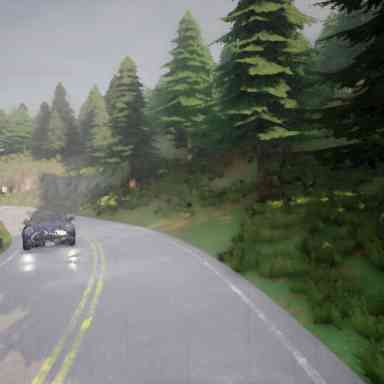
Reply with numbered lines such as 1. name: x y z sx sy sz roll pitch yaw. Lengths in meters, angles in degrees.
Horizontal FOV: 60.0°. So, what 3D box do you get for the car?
1. car: -6.747 1.608 15.753 2.097 1.767 4.553 -3 0 -24
